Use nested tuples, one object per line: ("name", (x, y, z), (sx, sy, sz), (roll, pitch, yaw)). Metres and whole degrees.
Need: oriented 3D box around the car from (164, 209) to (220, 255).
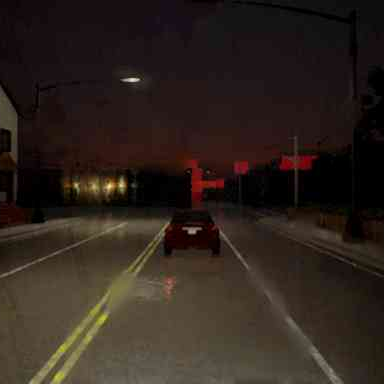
("car", (0.005, 1.483, 14.086), (2.097, 1.767, 4.553), (0, -1, 0))
